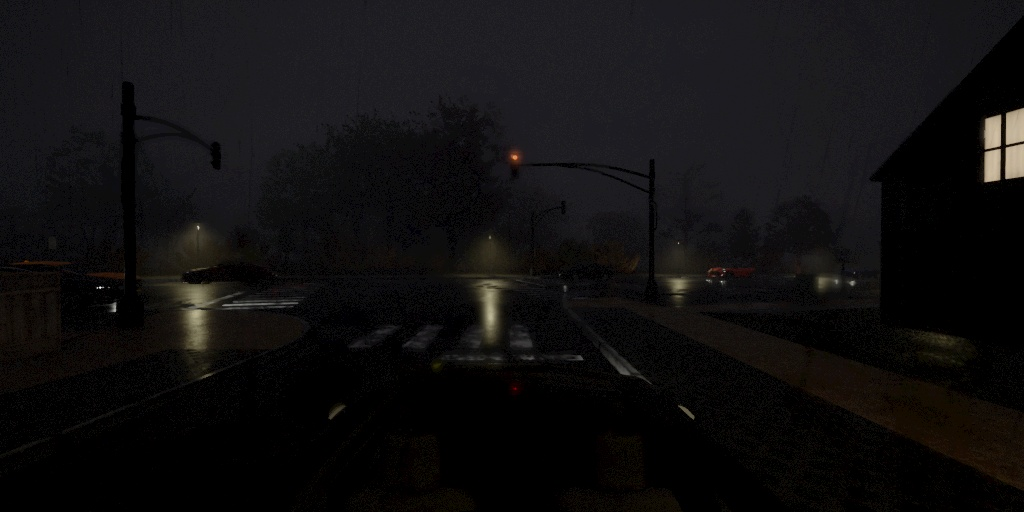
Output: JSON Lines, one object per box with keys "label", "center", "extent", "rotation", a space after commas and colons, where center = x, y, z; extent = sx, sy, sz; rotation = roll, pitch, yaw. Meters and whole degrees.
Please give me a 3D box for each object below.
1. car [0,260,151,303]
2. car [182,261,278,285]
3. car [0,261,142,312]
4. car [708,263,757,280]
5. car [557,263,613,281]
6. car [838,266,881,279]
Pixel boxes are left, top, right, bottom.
{"label": "car", "center": [-18.328, 0.957, 14.409], "extent": [5.008, 1.535, 1.882], "rotation": [1, 0, -21]}
{"label": "car", "center": [-17.195, 1.004, 22.077], "extent": [4.674, 1.442, 1.812], "rotation": [1, 0, -22]}
{"label": "car", "center": [-15.956, 1.019, 11.850], "extent": [4.902, 1.511, 2.128], "rotation": [1, 0, -22]}
{"label": "car", "center": [21.908, 1.438, 35.745], "extent": [4.553, 1.767, 2.097], "rotation": [1, 0, -17]}
{"label": "car", "center": [6.286, 1.350, 30.710], "extent": [4.892, 1.490, 1.837], "rotation": [1, 0, -18]}
{"label": "car", "center": [39.562, 1.867, 40.706], "extent": [5.008, 1.535, 1.882], "rotation": [1, 0, -15]}
